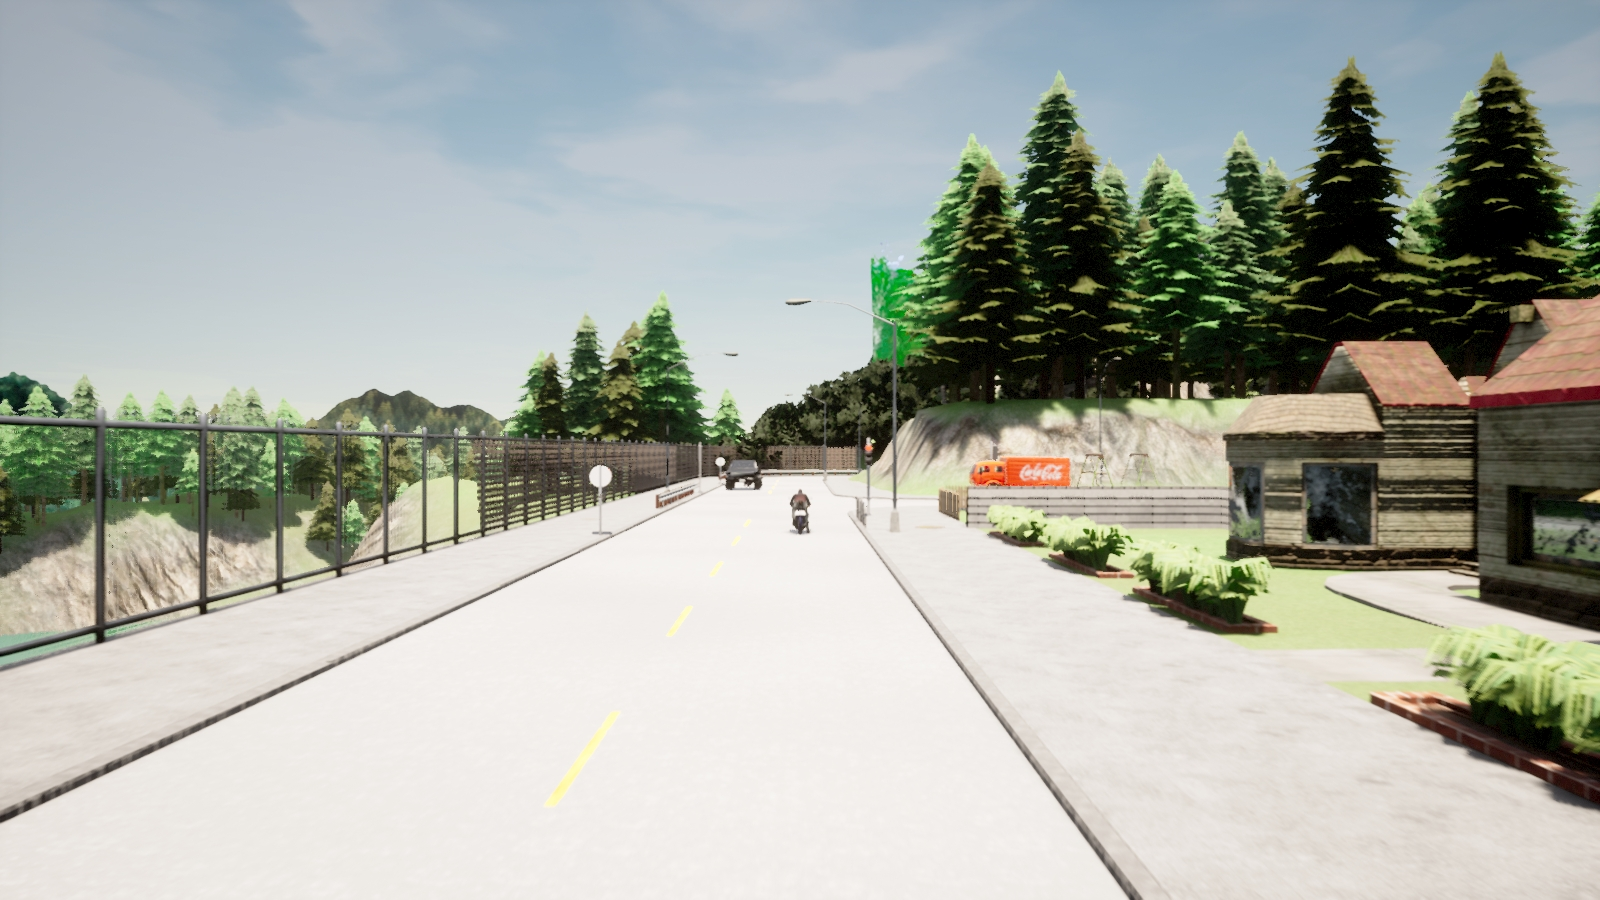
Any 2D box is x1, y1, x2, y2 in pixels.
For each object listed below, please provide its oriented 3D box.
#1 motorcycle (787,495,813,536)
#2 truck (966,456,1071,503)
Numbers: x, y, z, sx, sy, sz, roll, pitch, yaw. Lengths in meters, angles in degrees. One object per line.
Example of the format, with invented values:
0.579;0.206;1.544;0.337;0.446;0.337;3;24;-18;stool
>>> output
0.010;2.205;38.666;0.867;1.251;2.209;0;0;0;motorcycle
11.782;1.575;61.897;5.204;2.467;2.627;0;0;0;truck
